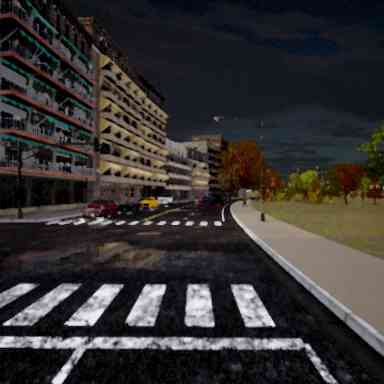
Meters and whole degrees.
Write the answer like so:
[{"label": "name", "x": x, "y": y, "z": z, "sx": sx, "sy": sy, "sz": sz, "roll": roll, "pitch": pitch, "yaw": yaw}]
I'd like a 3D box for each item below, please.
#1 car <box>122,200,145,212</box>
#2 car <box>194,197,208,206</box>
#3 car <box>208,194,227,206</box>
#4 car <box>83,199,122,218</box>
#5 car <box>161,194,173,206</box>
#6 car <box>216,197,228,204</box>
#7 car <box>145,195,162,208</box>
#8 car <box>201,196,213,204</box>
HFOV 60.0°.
[{"label": "car", "x": -7.678, "y": 1.719, "z": 41.399, "sx": 1.895, "sy": 1.301, "sz": 4.718, "roll": 0, "pitch": 0, "yaw": 6}, {"label": "car", "x": 1.555, "y": 1.728, "z": 62.374, "sx": 2.128, "sy": 1.511, "sz": 4.902, "roll": 0, "pitch": 0, "yaw": 9}, {"label": "car", "x": 4.780, "y": 1.460, "z": 61.961, "sx": 2.150, "sy": 2.045, "sz": 5.566, "roll": 0, "pitch": 0, "yaw": 9}, {"label": "car", "x": -8.554, "y": 1.425, "z": 31.357, "sx": 2.097, "sy": 1.767, "sz": 4.553, "roll": 0, "pitch": 0, "yaw": 4}, {"label": "car", "x": -5.053, "y": 1.448, "z": 62.106, "sx": 2.150, "sy": 2.045, "sz": 5.566, "roll": 0, "pitch": 0, "yaw": 8}, {"label": "car", "x": 6.512, "y": 1.788, "z": 72.450, "sx": 2.128, "sy": 1.511, "sz": 4.902, "roll": 0, "pitch": 0, "yaw": 11}, {"label": "car", "x": -6.484, "y": 1.645, "z": 51.631, "sx": 1.882, "sy": 1.535, "sz": 5.008, "roll": 0, "pitch": 0, "yaw": 7}, {"label": "car", "x": 3.235, "y": 1.731, "z": 72.598, "sx": 1.882, "sy": 1.535, "sz": 5.008, "roll": 0, "pitch": 0, "yaw": 11}]
